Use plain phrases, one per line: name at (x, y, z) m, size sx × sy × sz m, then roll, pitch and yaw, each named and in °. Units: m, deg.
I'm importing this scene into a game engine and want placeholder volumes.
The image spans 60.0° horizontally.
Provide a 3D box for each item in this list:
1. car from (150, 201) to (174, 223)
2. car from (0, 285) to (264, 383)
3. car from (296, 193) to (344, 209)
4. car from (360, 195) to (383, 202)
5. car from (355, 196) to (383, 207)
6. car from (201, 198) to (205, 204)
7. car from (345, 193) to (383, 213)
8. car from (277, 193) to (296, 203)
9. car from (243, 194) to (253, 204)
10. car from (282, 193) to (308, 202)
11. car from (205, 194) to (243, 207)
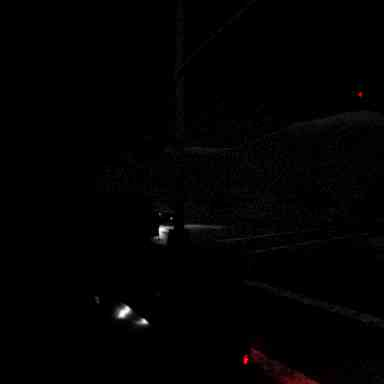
car at (-2.626, 1.334, 22.275) m, size 1.812 × 1.442 × 4.674 m, roll 0°, pitch 0°, yaw -36°
car at (-1.940, 1.549, 2.362) m, size 5.357 × 1.411 × 2.033 m, roll 0°, pitch 0°, yaw -33°
car at (15.780, 1.097, 41.161) m, size 1.932 × 1.855 × 4.605 m, roll 0°, pitch 0°, yaw -36°
car at (37.680, 1.384, 69.648) m, size 1.970 × 1.475 × 3.806 m, roll 0°, pitch 0°, yaw -36°
car at (26.288, 1.298, 47.888) m, size 2.007 × 1.523 × 4.514 m, roll 0°, pitch 0°, yaw -36°
car at (3.122, 1.232, 53.060) m, size 1.970 × 1.475 × 3.806 m, roll 0°, pitch 0°, yaw -36°
car at (17.730, 1.077, 32.860) m, size 1.905 × 1.878 × 3.866 m, roll 0°, pitch 0°, yaw -36°
car at (18.496, 1.077, 64.585) m, size 1.905 × 1.878 × 3.866 m, roll 0°, pitch 0°, yaw -36°
car at (8.131, 1.154, 57.084) m, size 2.152 × 1.636 × 5.027 m, roll 0°, pitch 0°, yaw -36°
car at (20.608, 1.097, 66.623) m, size 1.932 × 1.855 × 4.605 m, roll 0°, pitch 0°, yaw -36°
car at (4.287, 1.298, 45.202) m, size 2.007 × 1.523 × 4.514 m, roll 0°, pitch 0°, yaw -36°
